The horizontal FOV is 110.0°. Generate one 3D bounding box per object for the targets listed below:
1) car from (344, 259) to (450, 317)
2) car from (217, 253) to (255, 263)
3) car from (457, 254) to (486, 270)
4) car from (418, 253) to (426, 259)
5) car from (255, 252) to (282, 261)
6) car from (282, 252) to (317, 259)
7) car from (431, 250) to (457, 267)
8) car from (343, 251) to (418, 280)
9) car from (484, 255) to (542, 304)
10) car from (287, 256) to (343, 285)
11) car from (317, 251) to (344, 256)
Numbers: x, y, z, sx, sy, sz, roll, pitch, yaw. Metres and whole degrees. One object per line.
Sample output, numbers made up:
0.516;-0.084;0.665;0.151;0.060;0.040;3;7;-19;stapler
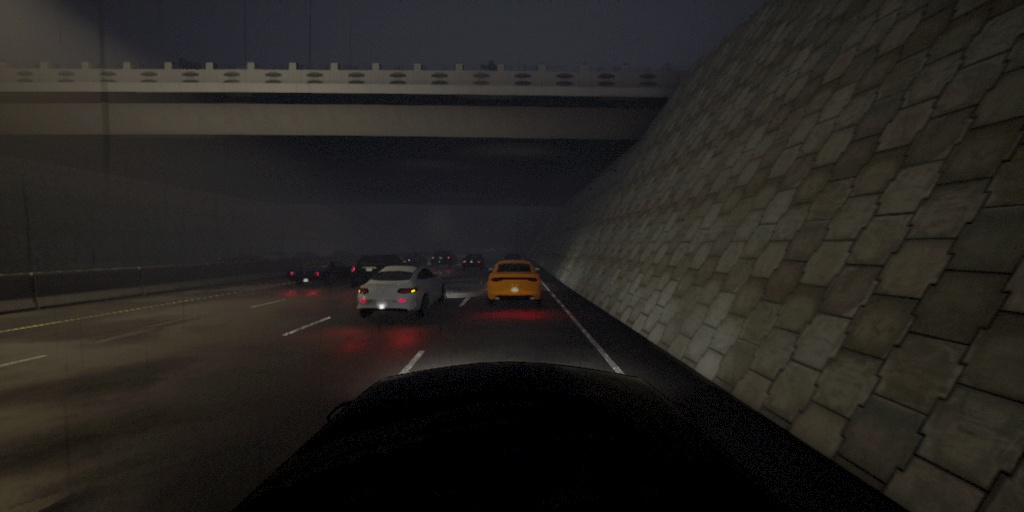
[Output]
-3.419;1.015;11.693;1.812;1.442;4.674;0;1;0;car
-31.615;0.309;41.704;1.895;1.301;4.718;0;1;0;car
-3.421;0.486;32.805;2.033;1.411;5.357;0;1;0;car
-10.426;0.363;38.162;1.994;1.385;4.181;0;1;0;car
-28.116;0.194;43.218;1.812;1.442;4.674;0;2;0;car
-24.617;0.211;42.565;1.812;1.442;4.674;0;2;0;car
-6.925;0.182;36.977;2.097;1.767;4.553;0;2;0;car
-6.913;0.640;19.454;2.097;1.767;4.553;0;2;0;car
0.092;0.900;14.270;1.882;1.535;5.008;0;1;0;car
-10.413;0.866;20.305;1.895;1.301;4.718;0;1;0;car
-21.120;0.142;43.879;2.128;1.511;4.902;0;2;0;car
